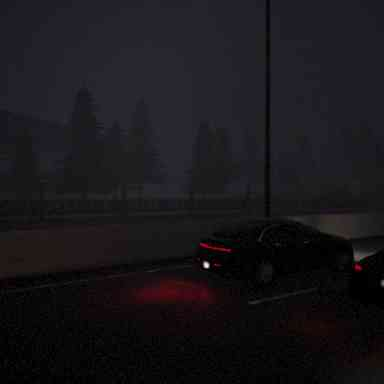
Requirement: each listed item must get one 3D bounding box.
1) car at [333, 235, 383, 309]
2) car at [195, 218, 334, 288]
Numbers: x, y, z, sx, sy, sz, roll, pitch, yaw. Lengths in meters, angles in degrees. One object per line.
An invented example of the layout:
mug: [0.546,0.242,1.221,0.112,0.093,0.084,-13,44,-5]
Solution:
car: [5.133,1.564,6.695,4.181,1.385,1.994,0,0,-30]
car: [2.419,1.491,9.182,4.892,1.490,1.837,0,0,-31]
